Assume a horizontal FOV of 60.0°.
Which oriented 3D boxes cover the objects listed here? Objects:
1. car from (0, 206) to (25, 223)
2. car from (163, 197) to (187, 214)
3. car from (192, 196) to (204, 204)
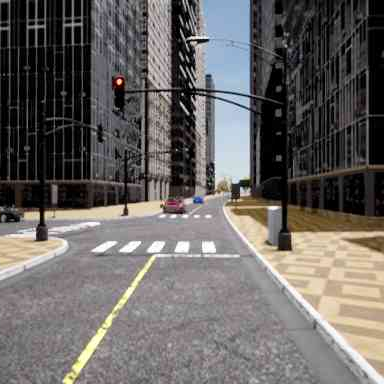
[{"bbox_3d":[-16.452,1.876,28.162,4.403,1.369,2.008,-1,1,10],"label":"car"},{"bbox_3d":[-1.733,1.315,34.665,2.097,1.767,4.553,0,0,4],"label":"car"},{"bbox_3d":[1.090,1.498,61.683,1.882,1.535,5.008,0,1,7],"label":"car"}]
